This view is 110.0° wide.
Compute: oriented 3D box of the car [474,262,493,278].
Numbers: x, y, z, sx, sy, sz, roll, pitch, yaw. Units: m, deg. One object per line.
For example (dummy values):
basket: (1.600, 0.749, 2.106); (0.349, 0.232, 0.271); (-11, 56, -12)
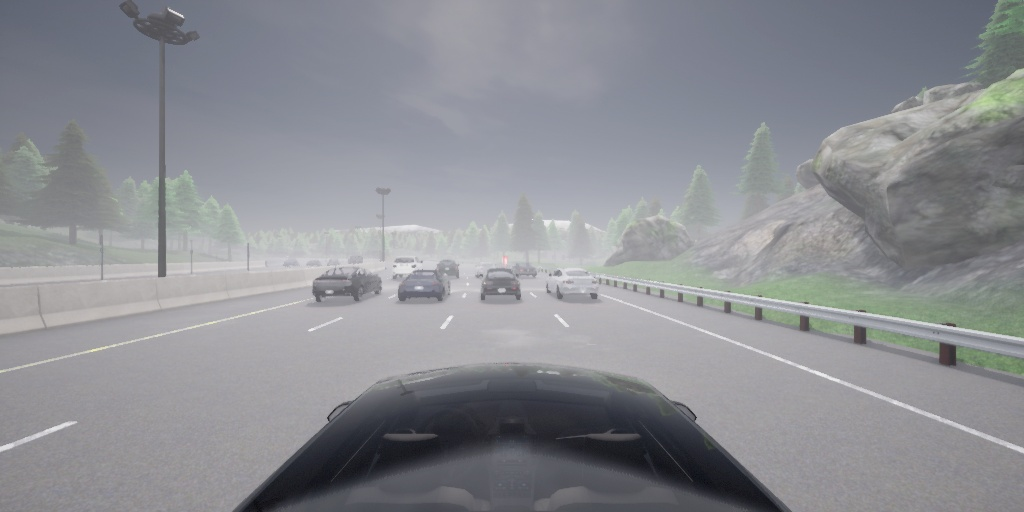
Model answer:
car: (-2.407, 1.283, 33.292); (1.812, 1.442, 4.674); (0, 0, -9)

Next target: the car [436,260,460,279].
car: (-5.863, 1.116, 32.735); (2.097, 1.767, 4.553); (0, 0, -9)

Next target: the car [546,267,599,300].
car: (2.885, 1.283, 17.739); (1.812, 1.442, 4.674); (0, 0, -4)

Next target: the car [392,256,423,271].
car: (-9.332, 1.008, 32.267); (2.150, 2.045, 5.566); (0, 0, -9)

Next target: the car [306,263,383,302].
car: (-7.585, 1.245, 16.944); (2.128, 1.511, 4.902); (0, 0, -4)

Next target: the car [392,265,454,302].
car: (-4.095, 1.322, 17.209); (1.994, 1.385, 4.181); (0, 0, -4)

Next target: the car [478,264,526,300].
car: (-0.605, 1.283, 17.474); (1.812, 1.442, 4.674); (0, 0, -4)

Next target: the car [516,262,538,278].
car: (1.053, 1.313, 33.819); (2.033, 1.411, 5.357); (0, 0, -9)
